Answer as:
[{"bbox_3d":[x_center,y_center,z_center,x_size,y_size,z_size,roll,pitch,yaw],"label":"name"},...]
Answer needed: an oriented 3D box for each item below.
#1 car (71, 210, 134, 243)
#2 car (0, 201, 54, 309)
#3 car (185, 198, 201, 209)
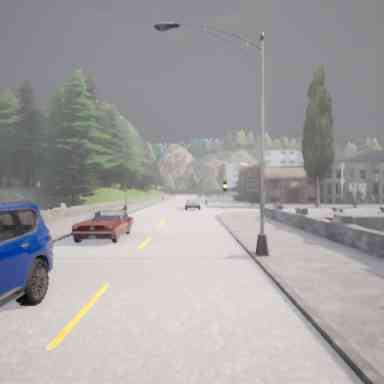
[{"bbox_3d":[-4.075,1.542,15.852,1.895,1.301,4.718,0,0,0],"label":"car"},{"bbox_3d":[-4.081,1.205,5.064,2.150,2.045,5.566,0,0,0],"label":"car"},{"bbox_3d":[0.107,1.447,41.351,1.895,1.301,4.718,0,0,0],"label":"car"}]
